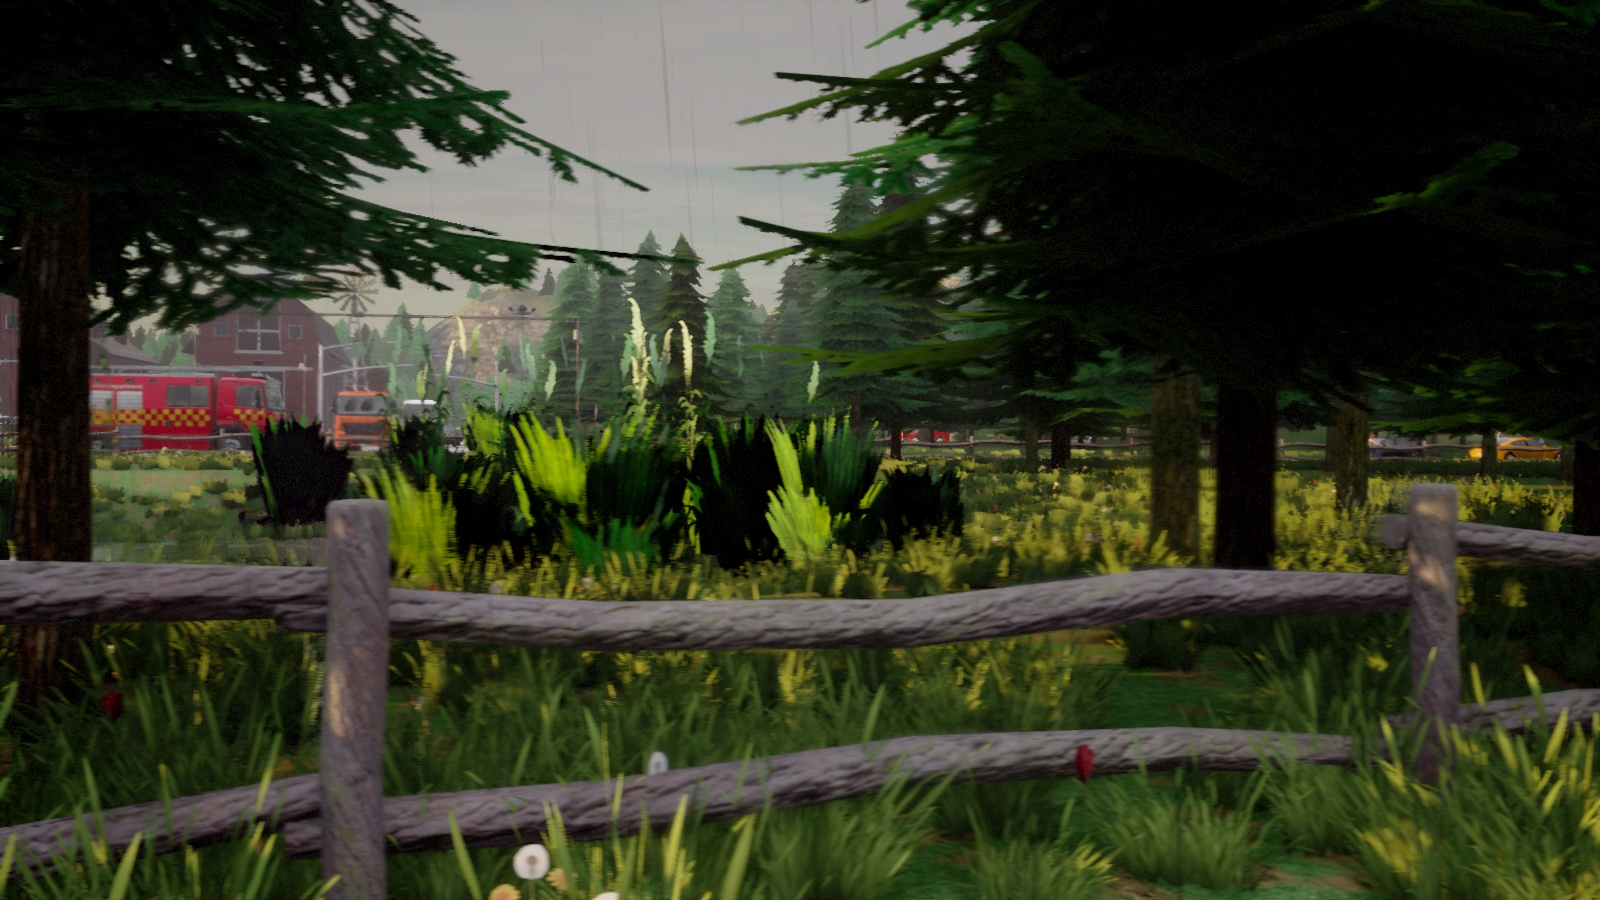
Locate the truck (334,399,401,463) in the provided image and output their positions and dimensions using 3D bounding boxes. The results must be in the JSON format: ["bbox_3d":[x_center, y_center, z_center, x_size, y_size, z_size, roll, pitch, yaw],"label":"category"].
[{"bbox_3d":[-24.496,-1.081,71.425,2.891,3.462,7.936,-1,1,-14],"label":"truck"}]

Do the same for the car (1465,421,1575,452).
[{"bbox_3d":[37.403,-0.717,65.238,5.008,1.535,1.882,-1,1,-14],"label":"car"}]

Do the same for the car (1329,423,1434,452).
[{"bbox_3d":[31.154,-0.662,67.357,4.792,1.488,2.163,-1,1,-13],"label":"car"}]

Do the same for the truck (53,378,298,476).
[{"bbox_3d":[-25.362,-0.963,51.433,8.468,3.827,2.891,-1,1,-11],"label":"truck"}]
